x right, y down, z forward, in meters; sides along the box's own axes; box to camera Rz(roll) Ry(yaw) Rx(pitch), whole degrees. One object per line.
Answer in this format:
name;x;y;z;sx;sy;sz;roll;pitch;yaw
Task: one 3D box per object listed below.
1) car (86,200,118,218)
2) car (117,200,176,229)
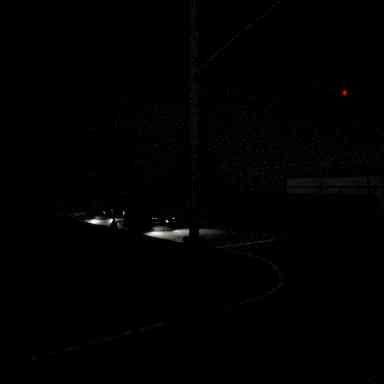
car;-8.424;1.505;30.059;1.837;1.490;4.892;0;0;-26
car;-2.897;1.505;21.814;1.837;1.490;4.892;0;0;-36
